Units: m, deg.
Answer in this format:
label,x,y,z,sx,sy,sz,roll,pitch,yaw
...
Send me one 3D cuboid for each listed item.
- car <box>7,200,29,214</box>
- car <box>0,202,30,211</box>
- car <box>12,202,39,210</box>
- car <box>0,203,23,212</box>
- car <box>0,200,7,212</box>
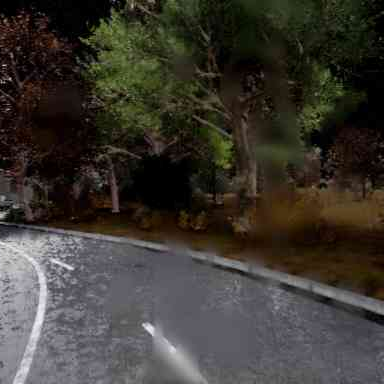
label,x,y,z,sx,sy,sz,roll,pitch,yaw
car,-24.947,2.333,49.308,2.097,1.767,4.553,-2,0,-5
car,-34.035,2.795,63.559,5.008,1.535,2.097,-2,0,-5
car,-34.555,2.857,69.185,4.674,1.452,2.002,-2,0,-5
car,-33.768,2.822,60.744,4.674,1.452,2.002,-2,0,-5
car,-33.541,2.518,57.929,5.566,2.045,2.435,-2,0,-5
